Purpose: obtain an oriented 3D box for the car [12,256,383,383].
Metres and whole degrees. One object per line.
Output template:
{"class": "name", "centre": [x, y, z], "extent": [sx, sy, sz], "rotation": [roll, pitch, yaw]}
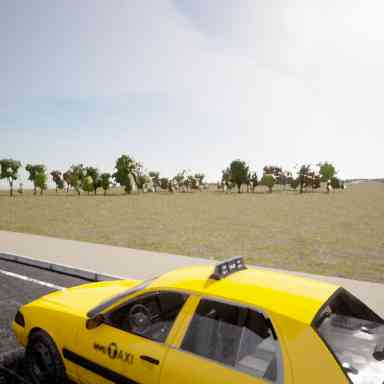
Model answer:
{"class": "car", "centre": [0.127, 1.456, 3.472], "extent": [5.366, 1.575, 1.801], "rotation": [0, 0, 36]}
